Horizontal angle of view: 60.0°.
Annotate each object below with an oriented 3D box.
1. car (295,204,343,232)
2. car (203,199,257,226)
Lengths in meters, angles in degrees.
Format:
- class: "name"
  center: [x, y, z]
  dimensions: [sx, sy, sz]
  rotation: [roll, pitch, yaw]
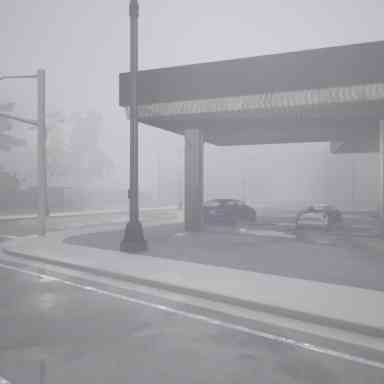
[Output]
- class: "car"
  center: [7.664, 1.456, 19.829]
  dimensions: [1.970, 1.475, 3.806]
  rotation: [0, 0, 37]
- class: "car"
  center: [2.590, 1.295, 22.629]
  dimensions: [2.242, 1.667, 4.611]
  rotation: [0, 0, 37]
